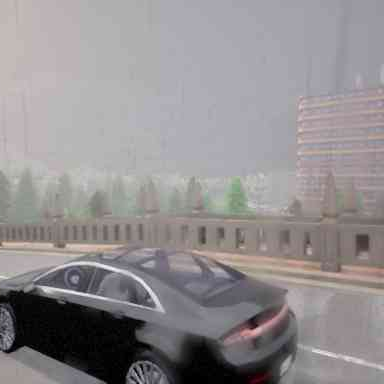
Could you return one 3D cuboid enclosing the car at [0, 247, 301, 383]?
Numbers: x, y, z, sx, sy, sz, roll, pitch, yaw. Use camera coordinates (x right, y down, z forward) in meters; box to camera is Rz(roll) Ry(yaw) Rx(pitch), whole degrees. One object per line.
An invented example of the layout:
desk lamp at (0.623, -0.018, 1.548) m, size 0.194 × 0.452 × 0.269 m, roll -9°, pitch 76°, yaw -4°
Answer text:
car at (-1.032, 1.556, 4.727) m, size 4.902 × 1.511 × 2.128 m, roll -2°, pitch -1°, yaw 35°
